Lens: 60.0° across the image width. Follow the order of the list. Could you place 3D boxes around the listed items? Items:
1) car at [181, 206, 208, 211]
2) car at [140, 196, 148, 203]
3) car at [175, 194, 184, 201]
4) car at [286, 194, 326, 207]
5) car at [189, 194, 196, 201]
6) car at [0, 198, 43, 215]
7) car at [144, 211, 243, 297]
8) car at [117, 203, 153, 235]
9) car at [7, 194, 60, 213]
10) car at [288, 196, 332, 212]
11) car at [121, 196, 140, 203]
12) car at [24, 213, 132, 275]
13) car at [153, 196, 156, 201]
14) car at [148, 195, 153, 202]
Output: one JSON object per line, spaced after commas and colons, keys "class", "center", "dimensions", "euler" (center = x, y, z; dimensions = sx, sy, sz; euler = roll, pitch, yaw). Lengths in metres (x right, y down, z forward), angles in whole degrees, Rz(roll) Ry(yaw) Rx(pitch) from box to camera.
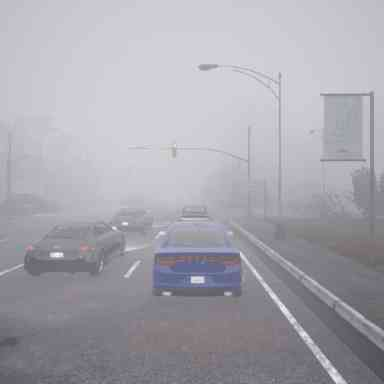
{"class": "car", "center": [0.129, 1.491, 18.148], "dimensions": [2.128, 1.511, 4.902], "euler": [0, 0, 0]}
{"class": "car", "center": [-10.420, 1.564, 64.827], "dimensions": [1.994, 1.385, 4.181], "euler": [0, 0, 2]}
{"class": "car", "center": [-3.359, 1.349, 86.007], "dimensions": [2.097, 1.767, 4.553], "euler": [0, 0, 0]}
{"class": "car", "center": [14.791, 1.221, 41.826], "dimensions": [5.566, 2.045, 2.150], "euler": [0, 0, 2]}
{"class": "car", "center": [0.141, 1.533, 85.615], "dimensions": [2.033, 1.411, 5.357], "euler": [0, 0, 0]}
{"class": "car", "center": [-17.521, 1.564, 32.969], "dimensions": [4.181, 1.385, 1.994], "euler": [0, 0, 3]}
{"class": "car", "center": [0.113, 1.478, 8.649], "dimensions": [1.882, 1.535, 5.008], "euler": [0, 0, 0]}
{"class": "car", "center": [-3.370, 1.564, 18.806], "dimensions": [1.994, 1.385, 4.181], "euler": [0, 0, 0]}
{"class": "car", "center": [-17.516, 1.221, 36.472], "dimensions": [5.566, 2.045, 2.150], "euler": [0, 0, 3]}
{"class": "car", "center": [14.077, 1.478, 38.341], "dimensions": [5.008, 1.535, 1.882], "euler": [0, 0, 3]}
{"class": "car", "center": [-10.495, 1.491, 55.476], "dimensions": [2.128, 1.511, 4.902], "euler": [0, 0, 0]}
{"class": "car", "center": [-3.393, 1.564, 10.423], "dimensions": [1.994, 1.385, 4.181], "euler": [0, 0, 1]}
{"class": "car", "center": [-10.361, 1.549, 84.458], "dimensions": [1.994, 1.385, 4.181], "euler": [0, 0, 0]}
{"class": "car", "center": [-10.378, 1.524, 74.431], "dimensions": [1.812, 1.442, 4.674], "euler": [0, 0, 0]}
